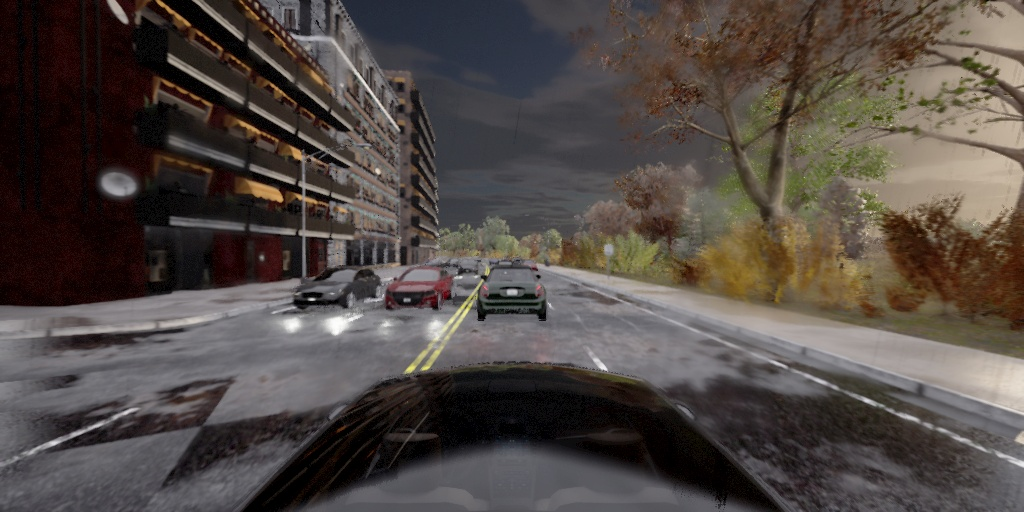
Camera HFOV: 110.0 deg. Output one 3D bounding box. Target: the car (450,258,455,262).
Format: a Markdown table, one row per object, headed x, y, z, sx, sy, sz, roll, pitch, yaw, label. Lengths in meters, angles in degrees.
| x | y | z | sx | sy | sz | roll | pitch | yaw | label |
| --- | --- | --- | --- | --- | --- | --- | --- | --- | --- |
| -8.424 | 1.052 | 51.847 | 1.882 | 1.535 | 5.008 | 0 | 0 | -4 | car |

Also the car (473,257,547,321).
| x | y | z | sx | sy | sz | roll | pitch | yaw | label |
| --- | --- | --- | --- | --- | --- | --- | --- | --- | --- |
| -0.032 | 1.057 | 12.448 | 2.097 | 1.767 | 4.553 | 0 | 0 | -1 | car |

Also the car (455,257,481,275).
| x | y | z | sx | sy | sz | roll | pitch | yaw | label |
| --- | --- | --- | --- | --- | --- | --- | --- | --- | --- |
| -4.260 | 1.107 | 35.689 | 1.837 | 1.490 | 4.892 | 0 | 0 | -3 | car |

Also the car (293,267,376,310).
| x | y | z | sx | sy | sz | roll | pitch | yaw | label |
| --- | --- | --- | --- | --- | --- | --- | --- | --- | --- |
| -6.775 | 1.205 | 14.487 | 1.837 | 1.490 | 4.892 | 0 | 0 | -1 | car |

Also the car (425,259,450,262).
| x | y | z | sx | sy | sz | roll | pitch | yaw | label |
| --- | --- | --- | --- | --- | --- | --- | --- | --- | --- |
| -7.412 | 1.106 | 33.577 | 2.128 | 1.511 | 4.902 | 0 | 0 | -3 | car |

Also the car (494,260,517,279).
| x | y | z | sx | sy | sz | roll | pitch | yaw | label |
| --- | --- | --- | --- | --- | --- | --- | --- | --- | --- |
| -0.643 | 1.121 | 32.049 | 1.837 | 1.490 | 4.892 | 0 | 0 | -3 | car |

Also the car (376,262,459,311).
| x | y | z | sx | sy | sz | roll | pitch | yaw | label |
| --- | --- | --- | --- | --- | --- | --- | --- | --- | --- |
| -3.515 | 1.176 | 14.370 | 1.882 | 1.535 | 5.008 | 0 | 0 | -1 | car |

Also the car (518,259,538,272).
| x | y | z | sx | sy | sz | roll | pitch | yaw | label |
| --- | --- | --- | --- | --- | --- | --- | --- | --- | --- |
| 1.955 | 1.121 | 44.082 | 1.994 | 1.385 | 4.181 | 0 | 0 | -3 | car |
